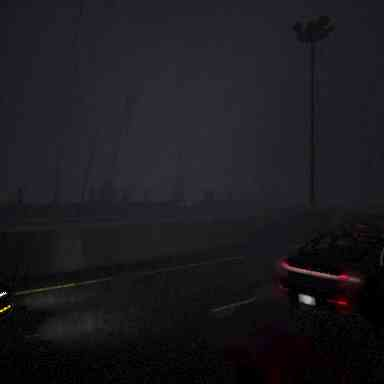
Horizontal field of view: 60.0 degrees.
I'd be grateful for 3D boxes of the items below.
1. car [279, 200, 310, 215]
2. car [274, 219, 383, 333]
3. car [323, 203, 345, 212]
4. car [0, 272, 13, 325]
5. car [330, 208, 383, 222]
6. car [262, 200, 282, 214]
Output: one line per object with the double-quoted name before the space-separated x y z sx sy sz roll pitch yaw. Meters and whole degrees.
"car" 11.832 1.916 36.867 2.033 1.411 5.357 0 -1 33
"car" 3.750 1.570 6.999 4.902 1.511 2.128 1 -1 -40
"car" 15.692 1.951 36.519 1.994 1.385 4.181 0 -1 33
"car" -5.192 1.512 4.523 4.892 1.490 1.837 1 -1 -35
"car" 8.820 1.689 16.420 1.837 1.490 4.892 0 0 45
"car" 10.176 1.744 40.862 2.097 1.767 4.553 0 -1 32
